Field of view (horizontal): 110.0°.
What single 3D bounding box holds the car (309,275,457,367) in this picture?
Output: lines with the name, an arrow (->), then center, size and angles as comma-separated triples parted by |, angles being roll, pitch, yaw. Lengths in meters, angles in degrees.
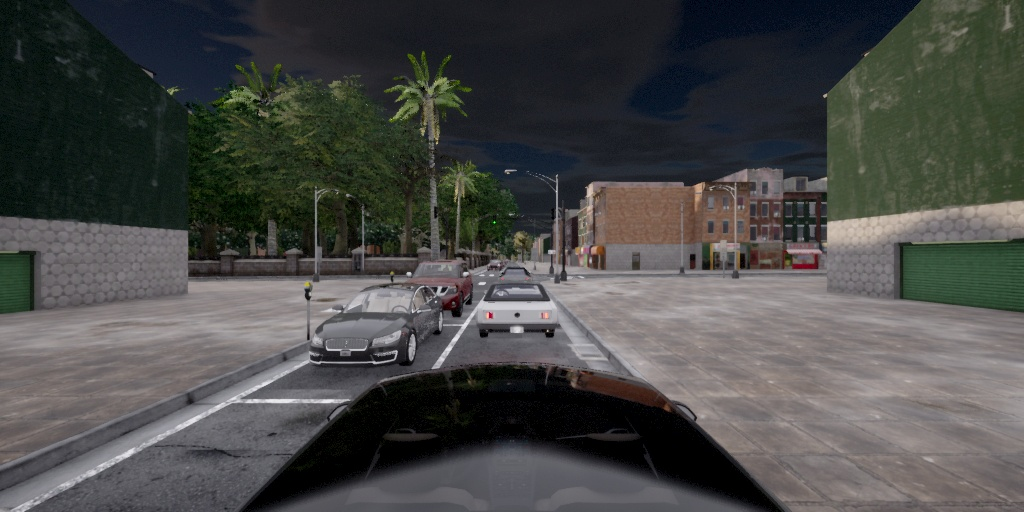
car -> -2.621, 1.301, 7.842 | 2.007, 1.370, 4.403 | 0, 0, 0

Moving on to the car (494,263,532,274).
car -> 0.209, 1.328, 21.103 | 1.994, 1.385, 4.181 | 0, 0, 1

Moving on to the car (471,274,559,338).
car -> 0.124, 1.353, 10.185 | 1.895, 1.301, 4.718 | 0, 0, 0

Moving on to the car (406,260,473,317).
car -> -2.605, 1.069, 13.305 | 2.192, 1.841, 5.009 | 0, 0, 0

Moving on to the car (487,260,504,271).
car -> -2.493, 1.295, 51.451 | 1.967, 1.591, 4.097 | 0, 0, 0
